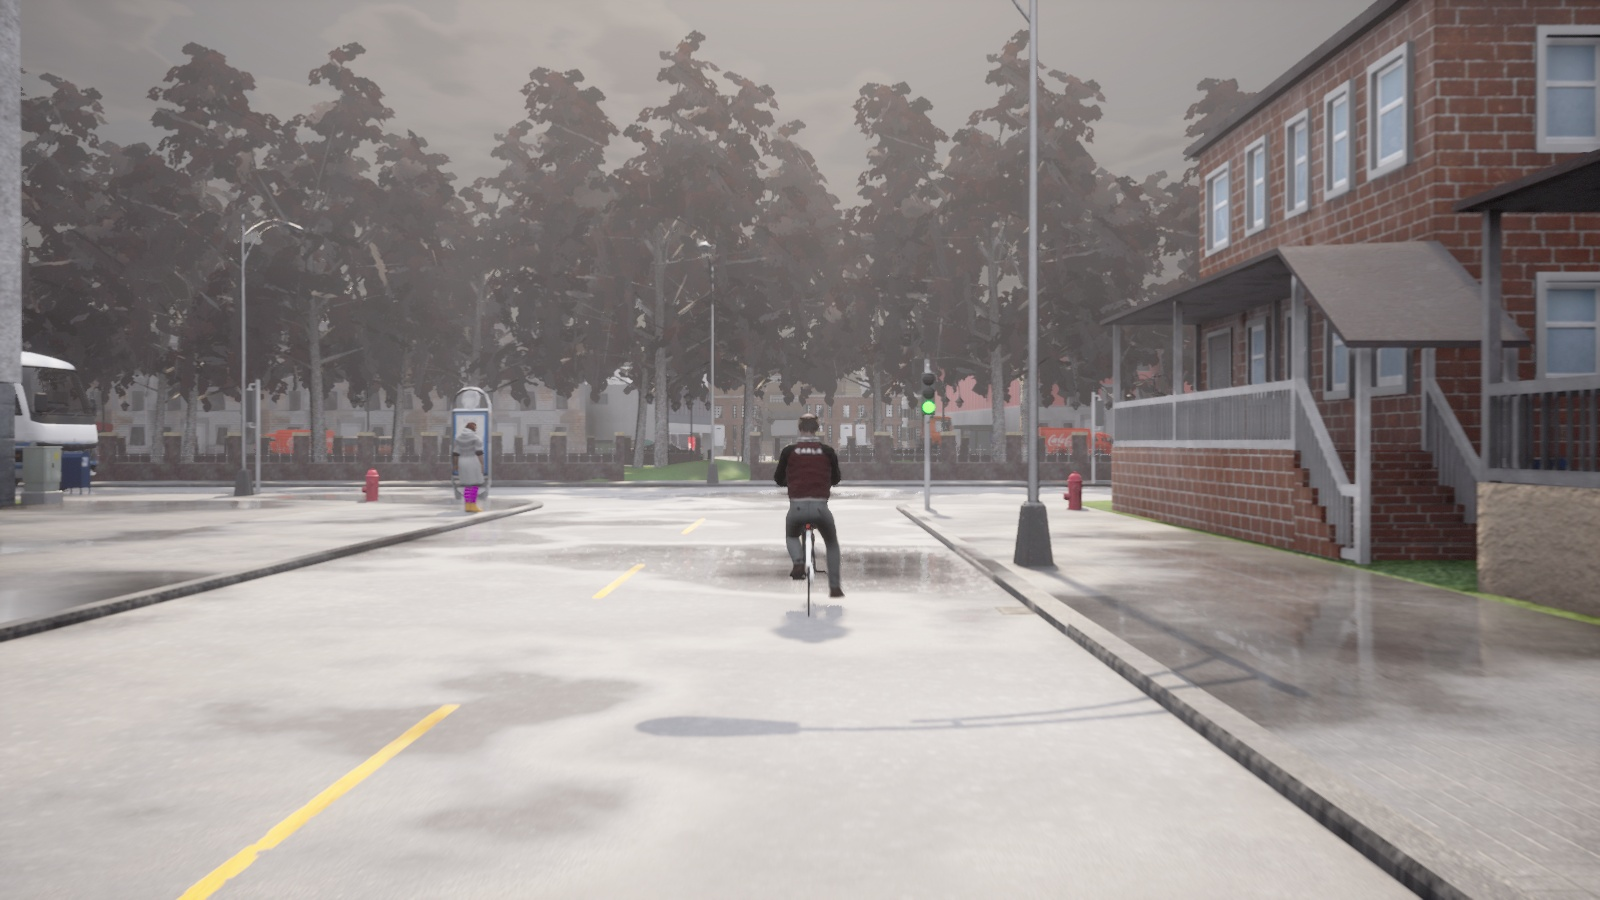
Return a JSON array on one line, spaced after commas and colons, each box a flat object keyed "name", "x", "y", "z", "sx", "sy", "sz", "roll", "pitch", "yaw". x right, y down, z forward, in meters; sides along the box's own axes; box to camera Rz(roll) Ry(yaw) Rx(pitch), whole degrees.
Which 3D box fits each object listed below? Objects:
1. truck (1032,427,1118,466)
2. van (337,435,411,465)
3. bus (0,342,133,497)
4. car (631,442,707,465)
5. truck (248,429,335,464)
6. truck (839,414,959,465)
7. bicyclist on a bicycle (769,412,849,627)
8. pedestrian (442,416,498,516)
[{"name": "truck", "x": 18.671, "y": -0.234, "z": 85.552, "sx": 5.204, "sy": 2.467, "sz": 2.627, "roll": 2, "pitch": 0, "yaw": 0}, {"name": "van", "x": -29.083, "y": -0.008, "z": 85.757, "sx": 4.442, "sy": 1.987, "sz": 1.775, "roll": 0, "pitch": 0, "yaw": 0}, {"name": "bus", "x": -25.549, "y": -0.856, "z": 36.468, "sx": 10.273, "sy": 4.253, "sz": 3.944, "roll": 0, "pitch": 0, "yaw": 1}, {"name": "car", "x": -8.893, "y": 0.234, "z": 85.684, "sx": 5.008, "sy": 1.535, "sz": 1.882, "roll": 0, "pitch": 0, "yaw": 0}, {"name": "truck", "x": -36.309, "y": -0.275, "z": 89.779, "sx": 5.204, "sy": 2.467, "sz": 2.627, "roll": 0, "pitch": 0, "yaw": 0}, {"name": "truck", "x": 6.682, "y": -0.713, "z": 85.605, "sx": 7.936, "sy": 3.462, "sz": 2.891, "roll": 0, "pitch": 0, "yaw": 0}, {"name": "bicyclist on a bicycle", "x": 0.077, "y": 0.552, "z": 11.322, "sx": 0.659, "sy": 1.776, "sz": 1.843, "roll": 0, "pitch": 2, "yaw": 0}, {"name": "pedestrian", "x": -6.605, "y": 0.309, "z": 25.178, "sx": 0.659, "sy": 1.952, "sz": 0.873, "roll": 0, "pitch": 0, "yaw": 28}]
